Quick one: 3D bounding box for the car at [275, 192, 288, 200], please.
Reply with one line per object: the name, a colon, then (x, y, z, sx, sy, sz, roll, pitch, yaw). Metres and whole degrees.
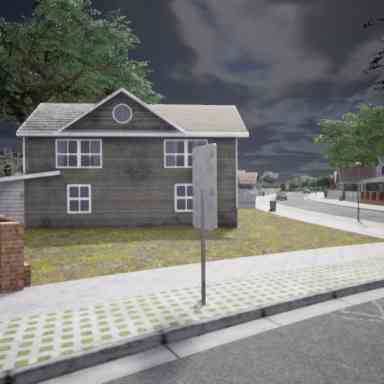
car: (15.853, 0.699, 58.903, 1.837, 1.490, 4.892, 0, 1, 13)
